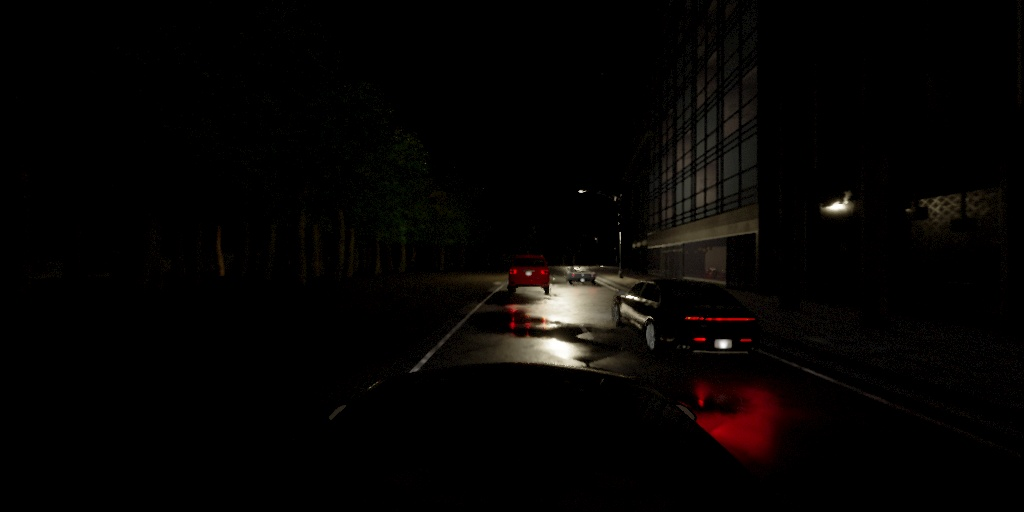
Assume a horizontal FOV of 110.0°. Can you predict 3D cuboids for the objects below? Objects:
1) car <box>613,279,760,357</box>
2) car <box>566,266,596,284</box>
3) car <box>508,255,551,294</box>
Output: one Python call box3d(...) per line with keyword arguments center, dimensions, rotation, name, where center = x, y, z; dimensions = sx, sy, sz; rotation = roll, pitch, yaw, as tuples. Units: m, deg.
box3d(center=(3.833, 1.298, 8.752), dimensions=(1.837, 1.490, 4.892), rotation=(1, 0, 2), name="car")
box3d(center=(5.116, 1.385, 27.063), dimensions=(1.895, 1.301, 4.718), rotation=(1, 0, 6), name="car")
box3d(center=(1.027, 0.957, 20.530), dimensions=(2.150, 2.045, 5.566), rotation=(1, 0, 4), name="car")
